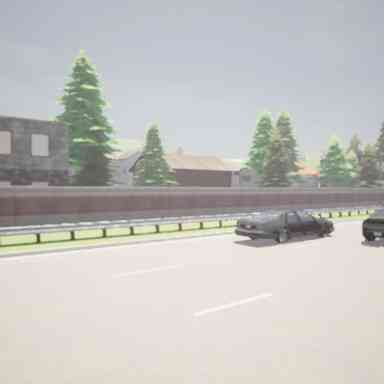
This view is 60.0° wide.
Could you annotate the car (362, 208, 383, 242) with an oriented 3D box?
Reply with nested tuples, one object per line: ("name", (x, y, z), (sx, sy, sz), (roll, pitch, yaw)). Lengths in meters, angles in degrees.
("car", (9.451, 1.438, 14.788), (4.892, 1.490, 1.837), (0, 0, -35))

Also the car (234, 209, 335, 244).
("car", (4.425, 1.496, 15.501), (5.357, 1.411, 2.033), (0, 0, -36))
